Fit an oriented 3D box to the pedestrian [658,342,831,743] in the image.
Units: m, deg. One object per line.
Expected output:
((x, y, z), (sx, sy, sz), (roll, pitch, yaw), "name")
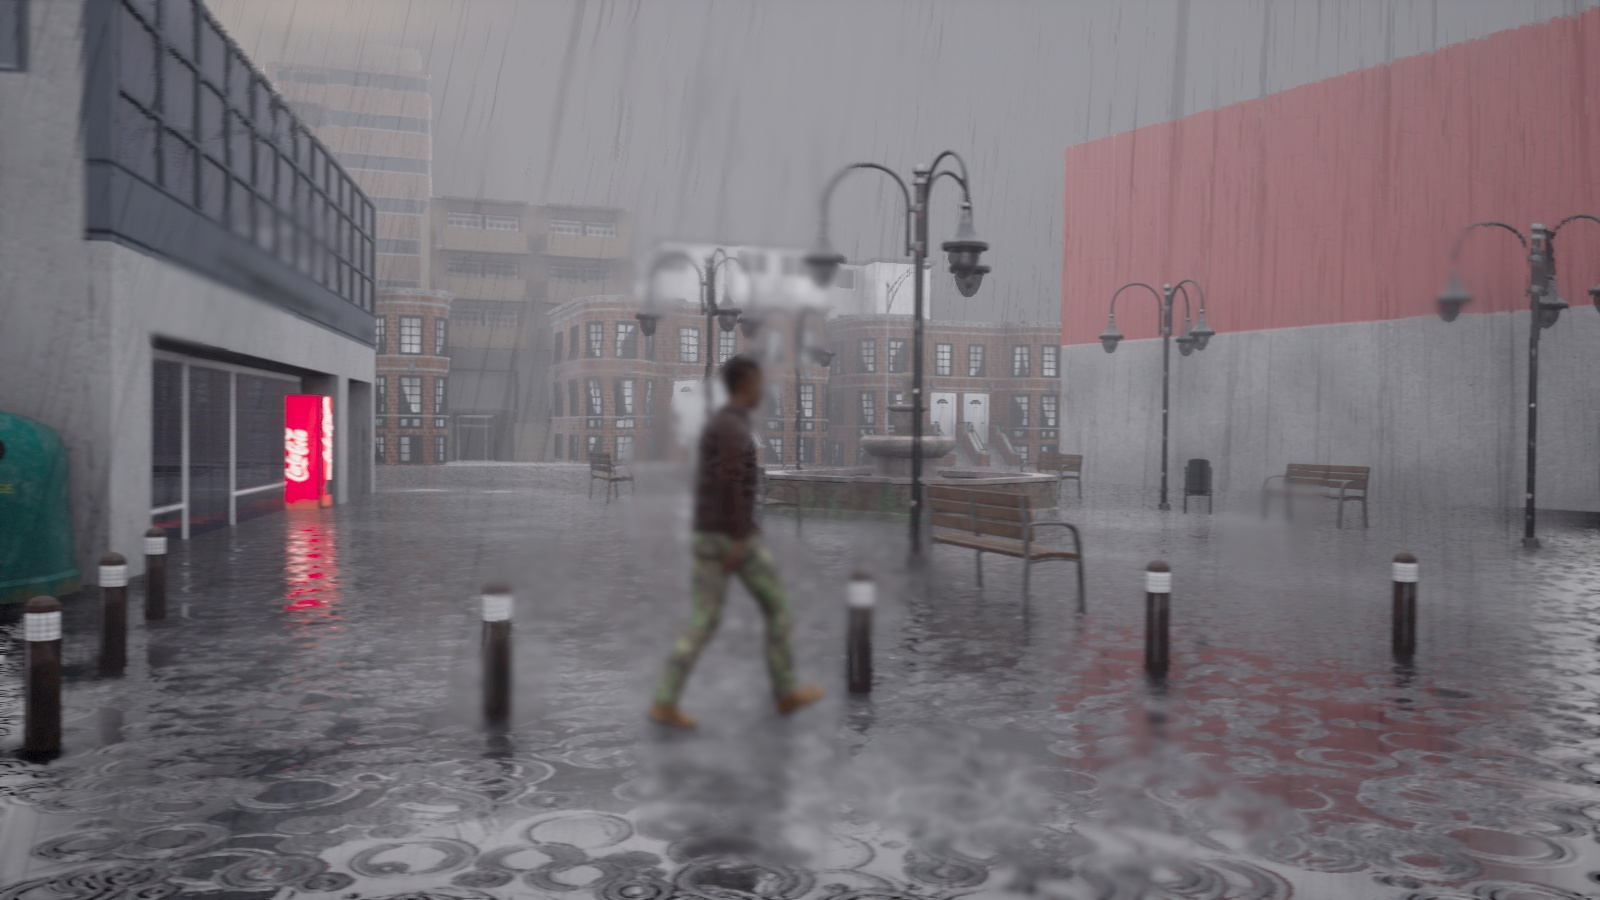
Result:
((-0.271, 0.419, 6.126), (0.703, 1.840, 0.431), (-1, 1, -30), "pedestrian")
